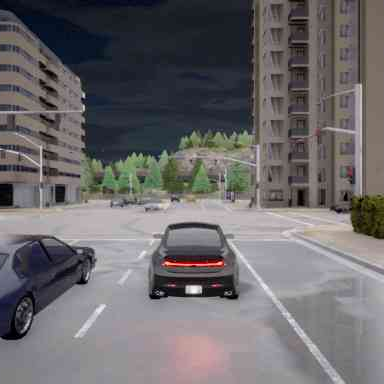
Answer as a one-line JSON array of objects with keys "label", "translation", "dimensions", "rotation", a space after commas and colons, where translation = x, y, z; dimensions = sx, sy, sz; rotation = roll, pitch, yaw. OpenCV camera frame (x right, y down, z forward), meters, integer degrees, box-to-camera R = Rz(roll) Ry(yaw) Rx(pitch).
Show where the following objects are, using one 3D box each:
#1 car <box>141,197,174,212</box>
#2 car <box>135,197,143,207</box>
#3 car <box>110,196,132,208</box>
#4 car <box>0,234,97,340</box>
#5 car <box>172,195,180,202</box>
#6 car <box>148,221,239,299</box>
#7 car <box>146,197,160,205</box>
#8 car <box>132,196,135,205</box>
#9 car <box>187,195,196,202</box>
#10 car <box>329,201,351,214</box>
[{"label": "car", "translation": [-4.038, 1.601, 39.272], "dimensions": [1.895, 1.301, 4.718], "rotation": [0, 0, 13]}, {"label": "car", "translation": [-7.223, 1.526, 51.931], "dimensions": [1.812, 1.442, 4.674], "rotation": [0, 0, -1]}, {"label": "car", "translation": [-10.719, 1.491, 48.963], "dimensions": [2.128, 1.511, 4.902], "rotation": [0, 0, 0]}, {"label": "car", "translation": [-3.466, 1.547, 6.468], "dimensions": [2.033, 1.411, 5.357], "rotation": [0, 0, 0]}, {"label": "car", "translation": [-3.683, 1.500, 73.801], "dimensions": [1.837, 1.490, 4.892], "rotation": [0, 0, 0]}, {"label": "car", "translation": [0.042, 1.505, 8.400], "dimensions": [1.837, 1.490, 4.892], "rotation": [0, 0, 0]}, {"label": "car", "translation": [-7.222, 1.564, 61.844], "dimensions": [1.994, 1.385, 4.181], "rotation": [0, 0, 0]}, {"label": "car", "translation": [-10.720, 1.505, 58.236], "dimensions": [1.837, 1.490, 4.892], "rotation": [0, 0, 0]}, {"label": "car", "translation": [-0.183, 1.478, 73.808], "dimensions": [1.882, 1.535, 5.008], "rotation": [0, 0, 0]}, {"label": "car", "translation": [17.258, 1.547, 34.548], "dimensions": [5.357, 1.411, 2.033], "rotation": [0, 0, 0]}]
